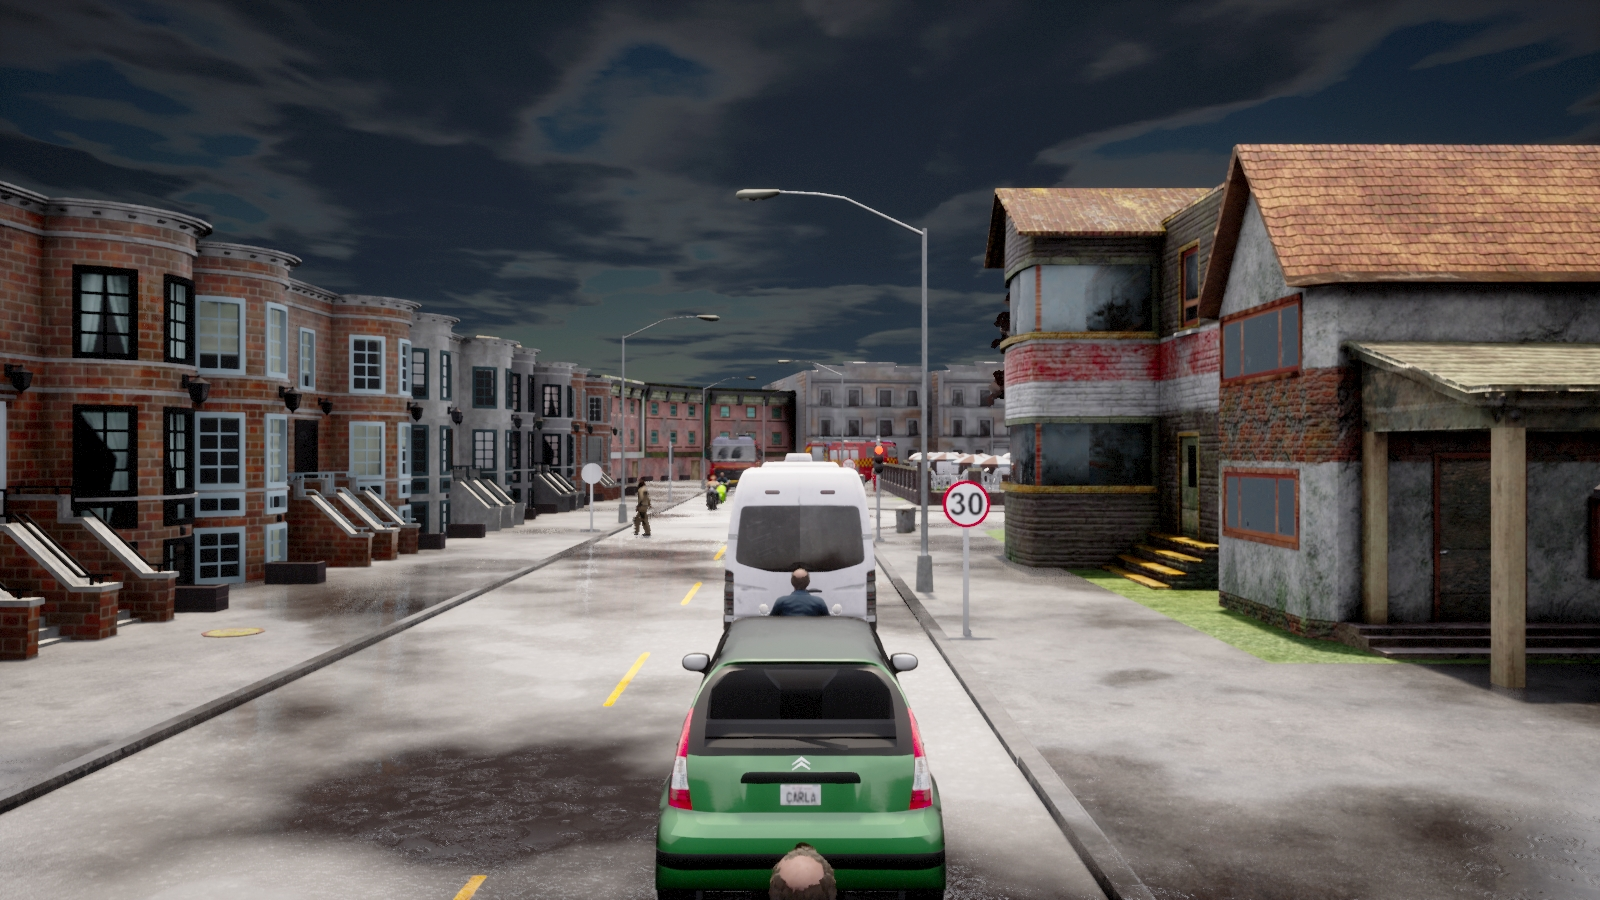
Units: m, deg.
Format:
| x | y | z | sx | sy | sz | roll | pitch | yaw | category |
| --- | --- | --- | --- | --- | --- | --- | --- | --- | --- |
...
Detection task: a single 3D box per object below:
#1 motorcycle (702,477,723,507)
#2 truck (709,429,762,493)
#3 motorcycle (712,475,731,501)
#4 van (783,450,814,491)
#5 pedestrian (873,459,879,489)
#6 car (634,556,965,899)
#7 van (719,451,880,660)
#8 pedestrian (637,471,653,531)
| x | y | z | sx | sy | sz | roll | pitch | yaw | category |
| --- | --- | --- | --- | --- | --- | --- | --- | --- | --- |
| -4.007 | 1.930 | 52.499 | 0.764 | 1.277 | 2.356 | 0 | 0 | 0 | motorcycle |
| -4.030 | 0.644 | 72.787 | 2.891 | 3.827 | 8.468 | 0 | 0 | 0 | truck |
| -4.010 | 1.940 | 58.704 | 0.856 | 1.236 | 1.805 | 0 | 0 | 0 | motorcycle |
| -0.069 | 1.287 | 74.480 | 1.988 | 2.561 | 5.915 | 0 | 0 | 0 | van |
| 4.769 | 1.498 | 71.917 | 0.375 | 1.860 | 0.375 | 0 | 0 | 0 | pedestrian |
| -0.003 | 1.776 | 8.385 | 1.851 | 1.617 | 3.988 | 0 | 0 | 0 | car |
| -0.006 | 1.308 | 17.043 | 1.988 | 2.561 | 5.915 | 0 | 0 | 0 | van |
| -4.914 | 1.615 | 36.239 | 0.375 | 1.860 | 0.375 | 0 | 0 | 11 | pedestrian |
